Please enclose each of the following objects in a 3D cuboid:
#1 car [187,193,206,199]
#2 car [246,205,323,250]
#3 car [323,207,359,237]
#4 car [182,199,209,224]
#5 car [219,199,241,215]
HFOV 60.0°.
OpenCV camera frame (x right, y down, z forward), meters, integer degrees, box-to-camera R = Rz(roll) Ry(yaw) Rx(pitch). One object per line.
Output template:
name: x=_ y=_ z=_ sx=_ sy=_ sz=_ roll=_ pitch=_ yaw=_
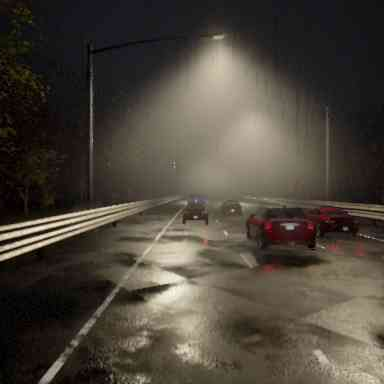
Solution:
car: x=0.565 y=1.206 z=42.964 sx=2.150 sy=2.045 sz=5.566 roll=0 pitch=0 yaw=1
car: x=3.667 y=1.348 z=14.493 sx=2.097 sy=1.767 sz=4.553 roll=0 pitch=0 yaw=0
car: x=7.193 y=1.521 z=17.841 sx=1.812 sy=1.442 sz=4.674 roll=0 pitch=0 yaw=1
car: x=0.265 y=1.518 z=24.687 sx=1.812 sy=1.442 sz=4.674 roll=0 pitch=0 yaw=1
car: x=3.898 y=1.494 z=33.929 sx=1.837 sy=1.490 sz=4.892 roll=0 pitch=0 yaw=1
